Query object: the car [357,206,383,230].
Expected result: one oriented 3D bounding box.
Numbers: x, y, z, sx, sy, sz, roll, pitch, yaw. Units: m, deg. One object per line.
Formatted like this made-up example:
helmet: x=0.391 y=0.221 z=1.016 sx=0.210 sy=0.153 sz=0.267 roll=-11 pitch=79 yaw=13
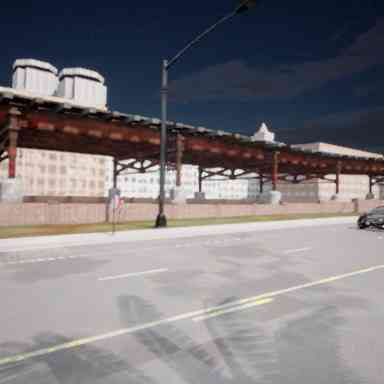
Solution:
car: x=12.620 y=1.688 z=21.516 sx=4.892 sy=1.490 sz=1.837 roll=1 pitch=0 yaw=-35
